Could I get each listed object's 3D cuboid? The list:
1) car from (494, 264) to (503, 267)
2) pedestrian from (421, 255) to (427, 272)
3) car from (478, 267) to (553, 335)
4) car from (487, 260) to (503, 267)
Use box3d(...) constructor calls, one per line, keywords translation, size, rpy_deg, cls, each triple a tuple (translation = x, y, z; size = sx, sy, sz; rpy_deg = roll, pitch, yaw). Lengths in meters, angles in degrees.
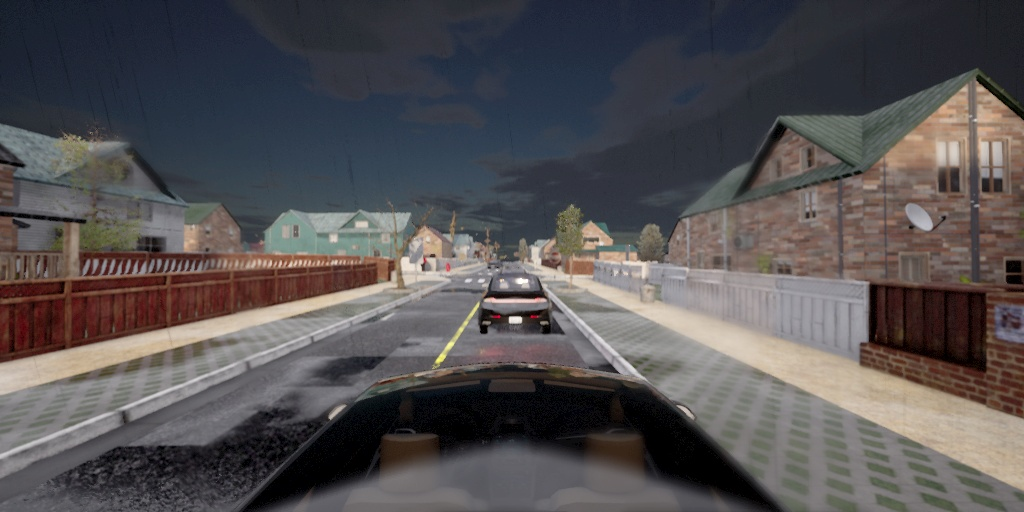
box3d(translation=(0.066, 1.349, 20.900), size=(1.895, 1.301, 4.718), rpy_deg=(0, 0, 0), cls="car")
box3d(translation=(-9.658, 0.784, 38.959), size=(0.375, 1.860, 0.375), rpy_deg=(0, -2, 0), cls="pedestrian")
box3d(translation=(0.084, 1.238, 10.548), size=(2.128, 1.511, 4.902), rpy_deg=(0, 0, 0), cls="car")
box3d(translation=(-2.872, 1.346, 56.189), size=(2.033, 1.411, 5.357), rpy_deg=(0, 0, 0), cls="car")
